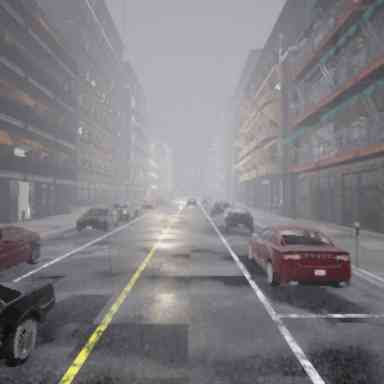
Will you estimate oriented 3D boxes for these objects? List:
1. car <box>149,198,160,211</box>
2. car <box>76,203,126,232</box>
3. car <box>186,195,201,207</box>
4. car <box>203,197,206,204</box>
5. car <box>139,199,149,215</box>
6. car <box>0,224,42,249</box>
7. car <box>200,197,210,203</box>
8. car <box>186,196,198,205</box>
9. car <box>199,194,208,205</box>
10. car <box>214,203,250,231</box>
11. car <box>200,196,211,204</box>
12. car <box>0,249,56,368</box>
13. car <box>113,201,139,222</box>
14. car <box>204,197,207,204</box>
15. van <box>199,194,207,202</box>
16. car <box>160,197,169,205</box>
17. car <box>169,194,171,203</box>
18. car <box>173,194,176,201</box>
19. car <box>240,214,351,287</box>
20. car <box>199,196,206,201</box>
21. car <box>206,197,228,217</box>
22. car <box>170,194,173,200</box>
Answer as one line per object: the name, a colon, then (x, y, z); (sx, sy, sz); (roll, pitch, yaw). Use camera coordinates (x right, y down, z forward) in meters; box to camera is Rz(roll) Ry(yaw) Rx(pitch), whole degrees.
car: (-5.681, 1.631, 43.240); (1.887, 1.381, 4.507); (1, 0, 0)
car: (-5.680, 1.606, 20.593); (1.947, 1.339, 4.313); (1, 0, 0)
car: (-0.003, 1.657, 53.803); (2.033, 1.411, 5.357); (0, 0, 0)
car: (2.699, 1.669, 43.199); (1.802, 1.307, 4.206); (1, 0, 0)
car: (-5.681, 1.613, 31.916); (2.008, 1.369, 4.403); (1, 0, 0)
car: (-5.680, 1.600, 9.270); (1.802, 1.307, 4.206); (1, 0, 0)
car: (2.698, 1.699, 71.508); (2.008, 1.369, 4.403); (1, 0, 0)
car: (-0.004, 1.621, 64.433); (2.128, 1.511, 4.902); (0, 0, 0)
car: (2.700, 1.564, 60.186); (1.967, 1.590, 4.097); (1, 0, 0)
car: (2.700, 1.591, 20.553); (2.008, 1.369, 4.403); (1, 0, 0)
car: (2.699, 1.576, 65.846); (1.967, 1.590, 4.097); (1, 0, 0)
car: (-3.091, 1.607, 3.044); (1.895, 1.301, 4.718); (0, 0, 0)
car: (-5.678, 1.491, 26.255); (1.967, 1.590, 4.097); (1, 0, 0)
car: (2.700, 1.626, 37.537); (2.008, 1.369, 4.403); (1, 0, 0)
van: (2.699, 1.516, 82.832); (1.690, 1.788, 3.998); (1, 0, 0)
car: (-5.682, 1.668, 60.225); (1.887, 1.381, 4.507); (1, 0, 0)
car: (-5.682, 1.660, 65.716); (1.752, 1.417, 4.829); (1, 0, 0)
car: (-5.681, 1.517, 94.195); (2.192, 1.841, 5.009); (1, 0, 0)
car: (2.701, 1.563, 9.230); (1.887, 1.381, 4.507); (1, 0, 0)
car: (2.696, 1.771, 88.493); (1.802, 1.307, 4.206); (1, 0, 0)
car: (2.701, 1.503, 31.876); (1.967, 1.590, 4.097); (1, 0, 0)
car: (-5.682, 1.673, 71.378); (1.752, 1.417, 4.829); (1, 0, 0)
